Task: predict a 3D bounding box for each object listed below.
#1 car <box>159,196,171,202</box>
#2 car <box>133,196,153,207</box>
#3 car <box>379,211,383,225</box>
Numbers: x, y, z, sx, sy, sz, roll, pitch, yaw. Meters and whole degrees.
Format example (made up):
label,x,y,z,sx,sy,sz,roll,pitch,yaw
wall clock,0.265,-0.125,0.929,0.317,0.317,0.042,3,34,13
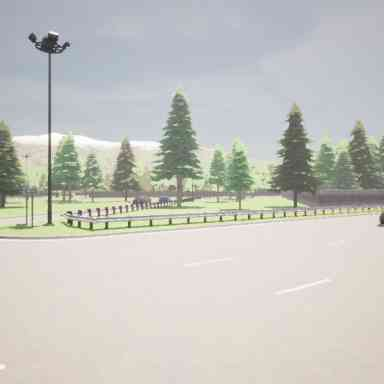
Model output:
label,x,y,z,sx,sy,sz,roll,pitch,yaw
car,-5.649,1.477,69.721,1.882,1.535,5.008,0,0,5
car,-7.532,1.352,51.348,2.097,1.767,4.553,0,0,8
car,14.626,1.564,22.745,4.181,1.385,1.994,0,0,-35
